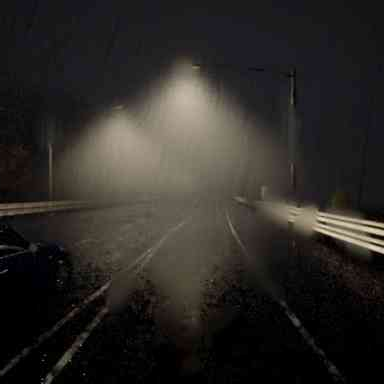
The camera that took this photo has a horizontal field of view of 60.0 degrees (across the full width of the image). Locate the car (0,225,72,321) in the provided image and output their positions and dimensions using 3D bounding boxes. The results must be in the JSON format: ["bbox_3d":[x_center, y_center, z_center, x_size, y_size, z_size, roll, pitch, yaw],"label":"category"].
[{"bbox_3d":[-3.989,1.361,5.988,2.097,1.767,4.553,0,0,5],"label":"car"}]
